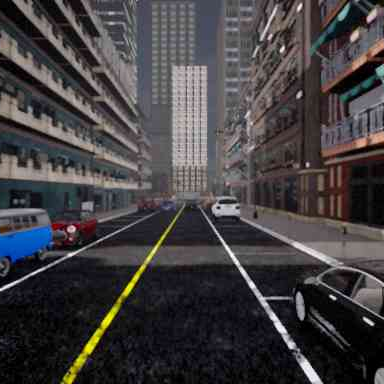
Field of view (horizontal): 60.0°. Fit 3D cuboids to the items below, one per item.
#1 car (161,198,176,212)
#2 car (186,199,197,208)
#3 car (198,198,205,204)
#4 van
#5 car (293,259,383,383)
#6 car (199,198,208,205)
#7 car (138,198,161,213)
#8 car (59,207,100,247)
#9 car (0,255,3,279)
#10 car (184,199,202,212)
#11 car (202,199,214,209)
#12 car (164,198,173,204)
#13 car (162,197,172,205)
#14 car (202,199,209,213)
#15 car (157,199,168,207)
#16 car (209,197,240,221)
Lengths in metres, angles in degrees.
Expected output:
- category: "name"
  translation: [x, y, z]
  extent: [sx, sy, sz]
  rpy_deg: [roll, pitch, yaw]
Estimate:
- category: "car"
  translation: [-3.150, 1.886, 43.941]
  extent: [1.812, 1.442, 4.674]
  rpy_deg: [0, -1, 0]
- category: "car"
  translation: [-0.081, 1.989, 58.719]
  extent: [1.837, 1.490, 4.892]
  rpy_deg: [0, 0, 0]
- category: "car"
  translation: [2.562, 2.254, 87.453]
  extent: [1.752, 1.417, 4.829]
  rpy_deg: [-1, 0, 0]
- category: "van"
  translation: [-5.714, 1.423, 9.962]
  extent: [1.690, 1.788, 3.998]
  rpy_deg: [-1, 0, 0]
- category: "car"
  translation: [2.676, 1.587, 4.435]
  extent: [2.008, 1.369, 4.403]
  rpy_deg: [-1, 0, 0]
- category: "car"
  translation: [2.578, 2.177, 76.237]
  extent: [1.887, 1.381, 4.507]
  rpy_deg: [-1, 0, 0]
- category: "car"
  translation: [-5.760, 1.669, 43.101]
  extent: [2.192, 1.841, 5.009]
  rpy_deg: [-1, 0, 0]
- category: "car"
  translation: [-5.721, 1.566, 15.484]
  extent: [1.967, 1.590, 4.097]
  rpy_deg: [-1, 0, 0]
- category: "car"
  translation: [-3.103, 1.489, 1.259]
  extent: [1.882, 1.535, 5.008]
  rpy_deg: [0, 0, 0]
- category: "car"
  translation: [-0.020, 1.936, 45.368]
  extent: [1.994, 1.385, 4.181]
  rpy_deg: [0, 0, 0]
- category: "car"
  translation: [2.608, 1.973, 54.314]
  extent: [1.752, 1.417, 4.829]
  rpy_deg: [-1, 0, 0]
- category: "car"
  translation: [-5.810, 2.225, 81.763]
  extent: [1.887, 1.381, 4.507]
  rpy_deg: [-1, 0, 0]
- category: "car"
  translation: [-5.804, 2.074, 76.240]
  extent: [1.967, 1.590, 4.097]
  rpy_deg: [-1, 0, 0]
- category: "car"
  translation: [2.624, 1.898, 43.097]
  extent: [1.887, 1.381, 4.507]
  rpy_deg: [-1, 0, 0]
- category: "car"
  translation: [-5.787, 2.122, 65.193]
  extent: [1.802, 1.307, 4.206]
  rpy_deg: [-1, 0, 0]
- category: "car"
  translation: [2.959, 1.468, 29.887]
  extent: [2.150, 2.045, 5.566]
  rpy_deg: [0, 0, 0]
